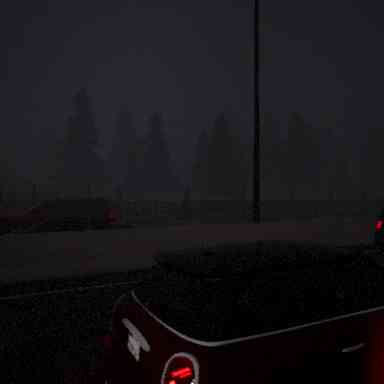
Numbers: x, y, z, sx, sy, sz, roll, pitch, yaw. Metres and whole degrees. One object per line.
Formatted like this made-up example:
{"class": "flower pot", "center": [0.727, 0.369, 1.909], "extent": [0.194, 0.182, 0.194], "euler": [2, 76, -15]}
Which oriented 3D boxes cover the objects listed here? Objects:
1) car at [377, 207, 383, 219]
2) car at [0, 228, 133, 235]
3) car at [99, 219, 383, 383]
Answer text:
{"class": "car", "center": [9.003, 1.292, 11.956], "extent": [5.566, 2.045, 2.150], "euler": [0, 0, -28]}
{"class": "car", "center": [-4.877, 1.604, 12.717], "extent": [5.357, 1.411, 2.033], "euler": [0, 0, -28]}
{"class": "car", "center": [1.359, 1.375, 3.919], "extent": [4.553, 1.767, 2.097], "euler": [0, 0, -28]}
